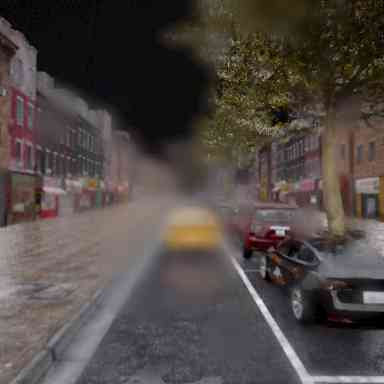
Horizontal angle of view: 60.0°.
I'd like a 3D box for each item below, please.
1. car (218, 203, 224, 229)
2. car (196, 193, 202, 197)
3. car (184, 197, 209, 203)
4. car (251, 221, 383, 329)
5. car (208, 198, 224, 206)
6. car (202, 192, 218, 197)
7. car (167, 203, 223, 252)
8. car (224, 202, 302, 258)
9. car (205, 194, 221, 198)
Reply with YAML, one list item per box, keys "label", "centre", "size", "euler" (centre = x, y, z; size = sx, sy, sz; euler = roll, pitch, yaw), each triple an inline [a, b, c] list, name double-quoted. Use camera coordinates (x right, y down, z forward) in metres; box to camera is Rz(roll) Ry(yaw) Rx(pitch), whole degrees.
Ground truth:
- label: "car"
  centre: [2.660, 1.529, 18.028]
  size: [1.887, 1.381, 4.507]
  euler: [2, 0, 0]
- label: "car"
  centre: [2.658, 1.169, 79.125]
  size: [1.967, 1.590, 4.097]
  euler: [2, 0, 0]
- label: "car"
  centre: [0.043, 1.439, 27.866]
  size: [2.128, 1.511, 4.902]
  euler: [0, 0, 1]
- label: "car"
  centre: [2.659, 1.567, 6.911]
  size: [1.947, 1.339, 4.313]
  euler: [2, 0, 0]
- label: "car"
  centre: [2.660, 1.507, 29.140]
  size: [1.947, 1.339, 4.313]
  euler: [2, 0, 0]
- label: "car"
  centre: [2.978, 1.061, 49.378]
  size: [2.150, 2.045, 5.566]
  euler: [0, 0, 0]
- label: "car"
  centre: [0.052, 1.470, 13.973]
  size: [1.882, 1.535, 5.008]
  euler: [0, 0, 0]
- label: "car"
  centre: [2.665, 1.311, 12.470]
  size: [2.192, 1.841, 5.009]
  euler: [2, 0, 0]
- label: "car"
  centre: [3.012, 1.347, 42.345]
  size: [1.882, 1.535, 5.008]
  euler: [0, 0, 0]
